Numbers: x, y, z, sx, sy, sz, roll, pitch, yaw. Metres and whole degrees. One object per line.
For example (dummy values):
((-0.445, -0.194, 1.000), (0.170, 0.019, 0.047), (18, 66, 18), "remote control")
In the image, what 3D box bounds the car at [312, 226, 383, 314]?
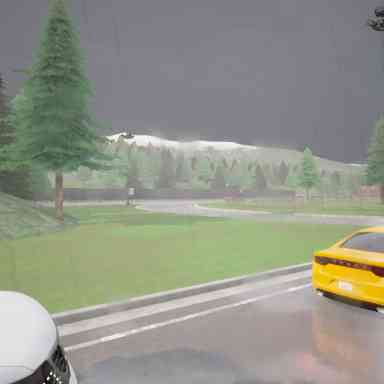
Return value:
((4.681, 1.478, 7.193), (5.008, 1.535, 1.882), (0, 0, -35), "car")

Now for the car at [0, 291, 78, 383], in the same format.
((-3.363, 1.221, 1.350), (5.566, 2.045, 2.150), (0, 0, -35), "car")
